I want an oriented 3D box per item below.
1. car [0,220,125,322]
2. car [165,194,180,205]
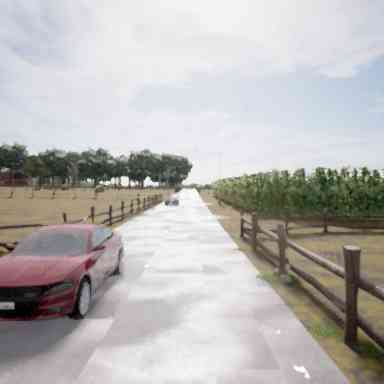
[{"bbox_3d":[-2.847,1.483,7.616,1.882,1.535,5.008,0,0,0],"label":"car"},{"bbox_3d":[-2.770,1.078,47.238,2.128,1.511,4.902,0,1,0],"label":"car"}]
